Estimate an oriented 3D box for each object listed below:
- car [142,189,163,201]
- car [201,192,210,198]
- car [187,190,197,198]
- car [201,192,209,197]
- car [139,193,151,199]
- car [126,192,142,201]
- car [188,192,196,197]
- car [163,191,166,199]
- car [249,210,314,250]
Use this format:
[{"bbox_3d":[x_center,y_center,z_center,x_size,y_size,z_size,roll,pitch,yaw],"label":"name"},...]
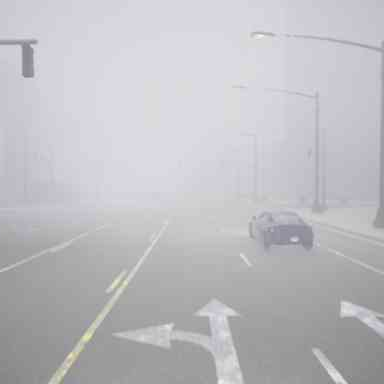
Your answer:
[{"bbox_3d":[-7.027,0.532,59.600,2.150,2.045,5.566,0,1,1],"label":"car"},{"bbox_3d":[3.505,0.730,83.642,1.812,1.442,4.674,0,0,0],"label":"car"},{"bbox_3d":[0.005,0.432,83.254,2.150,2.045,5.566,0,0,0],"label":"car"},{"bbox_3d":[3.506,0.637,93.644,2.033,1.411,5.357,0,0,0],"label":"car"},{"bbox_3d":[-10.495,0.839,74.589,1.895,1.301,4.718,0,0,0],"label":"car"},{"bbox_3d":[-10.528,0.803,59.624,2.128,1.511,4.902,0,0,1],"label":"car"},{"bbox_3d":[0.006,0.650,93.644,1.994,1.385,4.181,0,0,0],"label":"car"},{"bbox_3d":[-6.995,0.597,75.107,2.097,1.767,4.553,0,0,0],"label":"car"},{"bbox_3d":[3.604,1.464,13.977,1.812,1.442,4.674,0,1,0],"label":"car"}]
